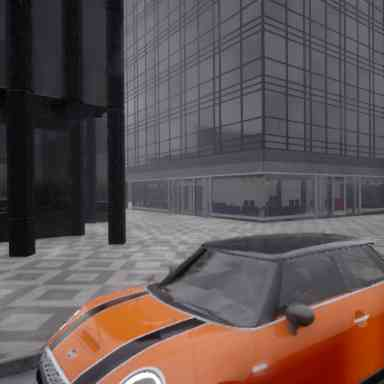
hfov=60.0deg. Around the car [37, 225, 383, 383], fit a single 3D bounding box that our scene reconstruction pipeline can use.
[{"bbox_3d":[0.703,1.351,3.872,4.553,1.767,2.097,0,0,-35],"label":"car"}]
